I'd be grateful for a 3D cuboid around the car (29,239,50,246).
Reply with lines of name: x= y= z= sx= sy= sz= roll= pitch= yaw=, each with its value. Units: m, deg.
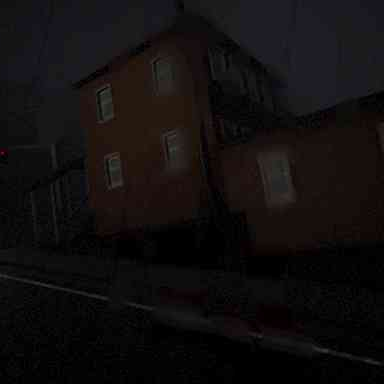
car: x=-12.584 y=4.915 z=29.879 sx=2.128 sy=1.511 sz=4.902 roll=-13 pitch=-12 yaw=35
